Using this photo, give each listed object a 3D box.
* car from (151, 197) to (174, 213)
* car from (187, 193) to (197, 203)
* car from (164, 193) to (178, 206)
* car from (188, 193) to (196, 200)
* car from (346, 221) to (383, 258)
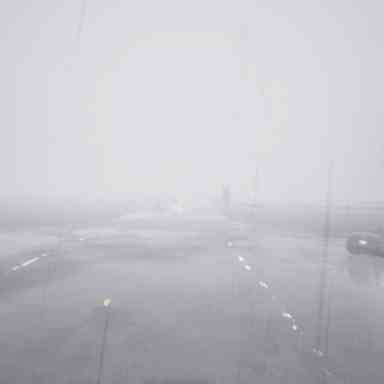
[{"bbox_3d":[-3.598,1.651,39.126,2.033,1.411,5.357,0,0,0],"label":"car"},{"bbox_3d":[-0.006,1.362,64.505,2.128,1.511,4.902,0,1,0],"label":"car"},{"bbox_3d":[-3.553,1.242,57.297,2.150,2.045,5.566,0,1,0],"label":"car"},{"bbox_3d":[-0.007,0.939,74.919,1.837,1.490,4.892,0,1,0],"label":"car"},{"bbox_3d":[8.230,1.879,13.216,4.181,1.385,1.994,1,1,-23],"label":"car"}]
